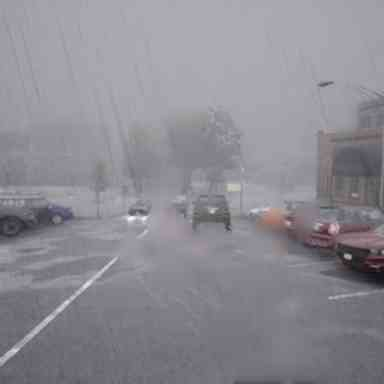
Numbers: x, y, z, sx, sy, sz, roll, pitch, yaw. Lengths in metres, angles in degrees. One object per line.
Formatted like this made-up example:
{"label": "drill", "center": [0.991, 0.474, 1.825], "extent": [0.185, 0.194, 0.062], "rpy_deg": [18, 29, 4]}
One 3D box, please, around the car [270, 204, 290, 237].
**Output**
{"label": "car", "center": [6.402, 1.450, 15.432], "extent": [4.792, 1.488, 2.163], "rpy_deg": [1, 0, -20]}

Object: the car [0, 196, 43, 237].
{"label": "car", "center": [-10.792, 1.198, 16.629], "extent": [5.566, 2.045, 2.435], "rpy_deg": [-1, 0, -18]}

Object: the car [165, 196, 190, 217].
{"label": "car", "center": [-1.355, 1.410, 29.969], "extent": [1.837, 1.490, 4.892], "rpy_deg": [0, 0, 0]}

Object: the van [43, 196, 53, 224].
{"label": "van", "center": [-10.840, 1.217, 19.574], "extent": [4.442, 1.987, 1.878], "rpy_deg": [-1, 0, -18]}

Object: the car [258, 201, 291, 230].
{"label": "car", "center": [6.333, 1.284, 18.362], "extent": [4.553, 1.767, 2.185], "rpy_deg": [1, 0, -20]}

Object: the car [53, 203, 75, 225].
{"label": "car", "center": [-10.635, 1.432, 22.611], "extent": [5.008, 1.535, 2.097], "rpy_deg": [-1, 0, -18]}

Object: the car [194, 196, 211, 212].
{"label": "car", "center": [1.178, 1.285, 38.187], "extent": [1.837, 1.490, 4.892], "rpy_deg": [0, 2, 1]}

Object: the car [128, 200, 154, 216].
{"label": "car", "center": [-4.677, 1.448, 31.408], "extent": [2.033, 1.411, 5.357], "rpy_deg": [0, 0, 1]}

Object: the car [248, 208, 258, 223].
{"label": "car", "center": [6.330, 1.431, 24.270], "extent": [4.674, 1.452, 2.002], "rpy_deg": [1, 0, -20]}

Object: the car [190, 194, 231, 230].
{"label": "car", "center": [1.159, 1.154, 20.858], "extent": [2.150, 2.045, 5.566], "rpy_deg": [0, 0, 1]}

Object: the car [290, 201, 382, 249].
{"label": "car", "center": [6.360, 1.304, 12.462], "extent": [4.553, 1.767, 2.185], "rpy_deg": [1, 0, -20]}

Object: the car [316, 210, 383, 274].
{"label": "car", "center": [6.406, 1.439, 9.519], "extent": [5.008, 1.535, 2.097], "rpy_deg": [1, 0, -20]}
